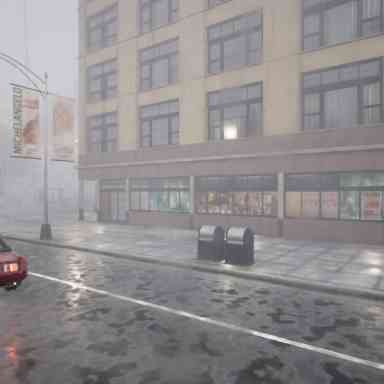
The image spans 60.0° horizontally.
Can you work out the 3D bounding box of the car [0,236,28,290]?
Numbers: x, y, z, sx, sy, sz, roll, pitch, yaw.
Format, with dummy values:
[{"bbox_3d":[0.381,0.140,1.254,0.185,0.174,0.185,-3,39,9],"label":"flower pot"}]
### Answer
[{"bbox_3d":[-5.678,1.601,8.136,1.895,1.301,4.718,0,0,-42],"label":"car"}]
